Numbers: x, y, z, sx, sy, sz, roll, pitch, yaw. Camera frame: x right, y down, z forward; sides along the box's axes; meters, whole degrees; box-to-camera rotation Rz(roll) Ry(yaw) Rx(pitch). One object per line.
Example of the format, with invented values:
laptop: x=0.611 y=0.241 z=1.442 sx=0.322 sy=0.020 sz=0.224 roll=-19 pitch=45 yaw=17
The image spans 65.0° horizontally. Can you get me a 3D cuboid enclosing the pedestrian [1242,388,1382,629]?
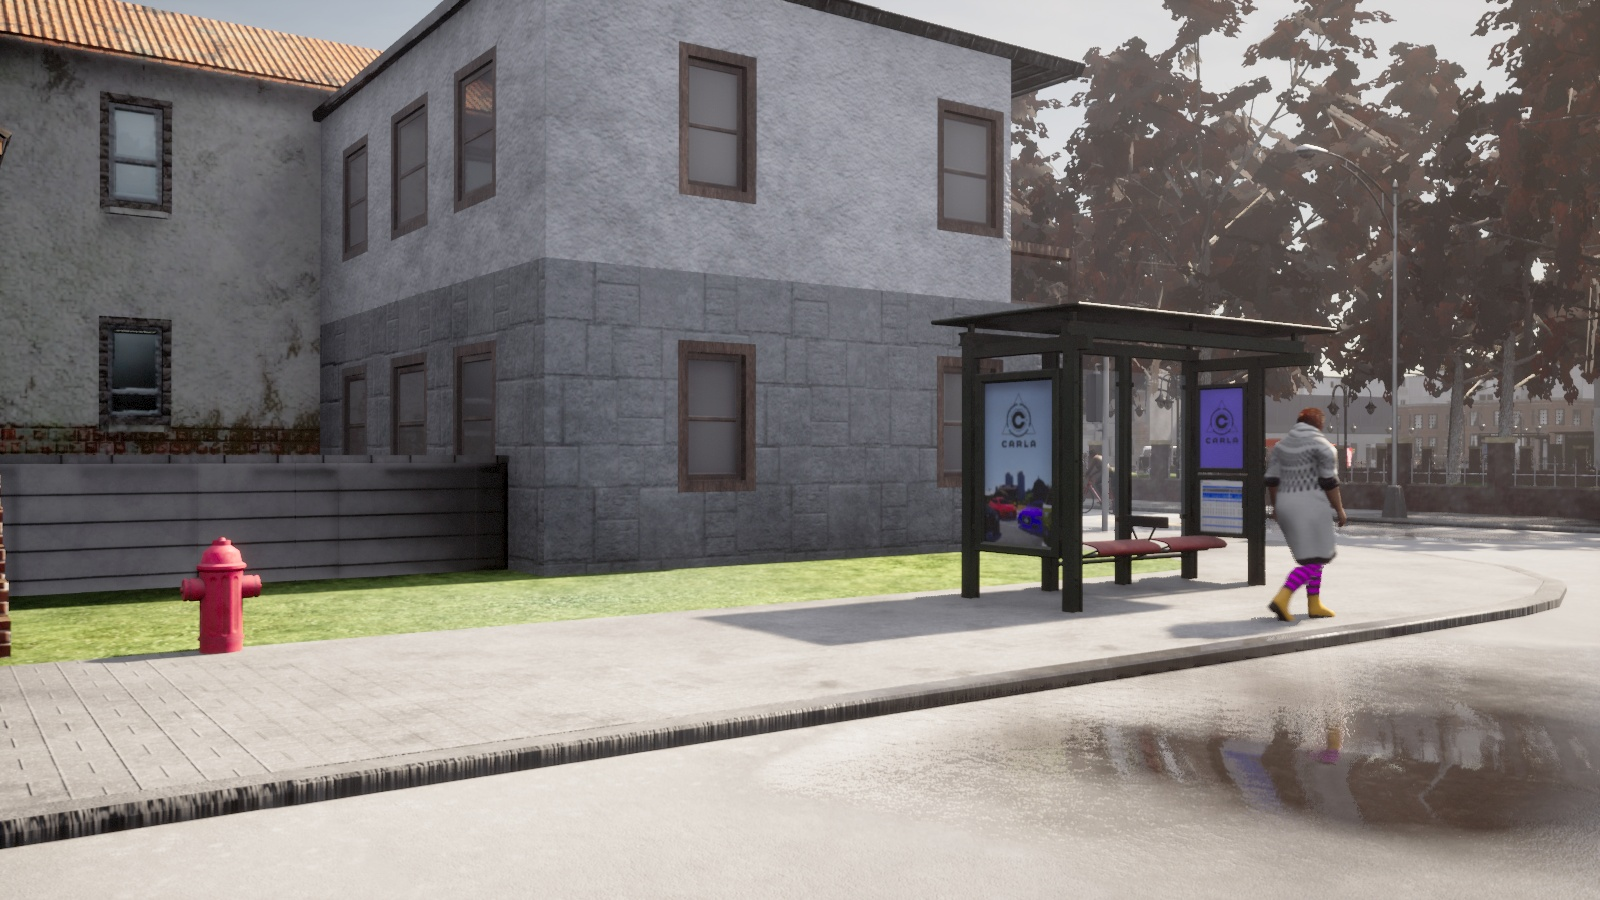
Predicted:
pedestrian: x=4.322 y=0.475 z=10.626 sx=0.873 sy=1.952 sz=0.659 roll=0 pitch=0 yaw=-20

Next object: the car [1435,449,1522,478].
car: x=38.810 y=0.767 z=71.883 sx=1.851 sy=1.617 sz=3.988 roll=0 pitch=0 yaw=-35

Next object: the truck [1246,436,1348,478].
truck: x=30.368 y=0.411 z=76.875 sx=2.627 sy=2.467 sz=5.204 roll=0 pitch=0 yaw=-35
